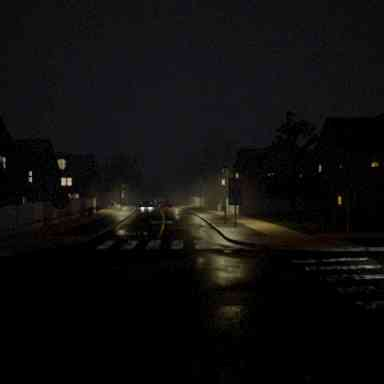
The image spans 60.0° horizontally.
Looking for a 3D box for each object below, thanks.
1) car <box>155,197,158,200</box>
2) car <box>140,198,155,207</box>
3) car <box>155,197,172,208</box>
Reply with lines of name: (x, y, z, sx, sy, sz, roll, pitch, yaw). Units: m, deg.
car: (-6.298, 1.727, 62.268, 2.097, 1.767, 4.553, 0, -1, -13)
car: (-7.772, 1.865, 56.024, 1.994, 1.385, 4.181, 0, -1, -11)
car: (-4.281, 1.862, 52.438, 1.895, 1.301, 4.718, 0, -1, -11)
